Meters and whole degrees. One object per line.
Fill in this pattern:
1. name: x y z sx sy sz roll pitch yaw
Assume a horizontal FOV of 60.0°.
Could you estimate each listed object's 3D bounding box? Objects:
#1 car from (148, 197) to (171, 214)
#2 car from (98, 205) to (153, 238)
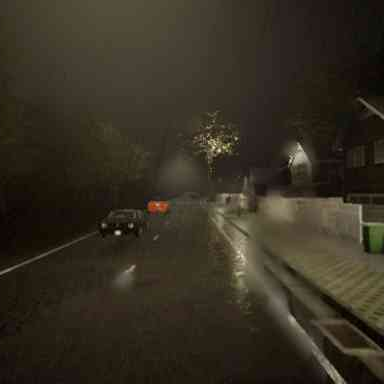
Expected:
1. car: -3.414 1.296 35.072 2.097 1.767 4.553 0 0 0
2. car: -3.407 1.577 17.514 1.895 1.301 4.718 0 0 0
